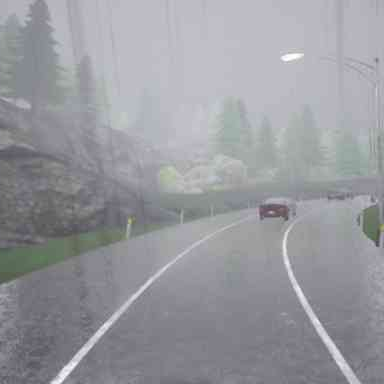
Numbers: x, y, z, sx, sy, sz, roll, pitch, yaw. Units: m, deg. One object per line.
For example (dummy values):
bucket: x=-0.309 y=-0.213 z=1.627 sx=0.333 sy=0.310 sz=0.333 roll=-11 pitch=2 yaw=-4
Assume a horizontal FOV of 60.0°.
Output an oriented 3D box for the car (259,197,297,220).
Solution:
car: x=6.214 y=1.073 z=23.701 sx=1.882 sy=1.535 sz=5.008 roll=-2 pitch=1 yaw=26

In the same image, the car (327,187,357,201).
car: x=17.452 y=0.227 z=38.661 sx=4.902 sy=1.511 sz=2.128 roll=-4 pitch=0 yaw=-44
